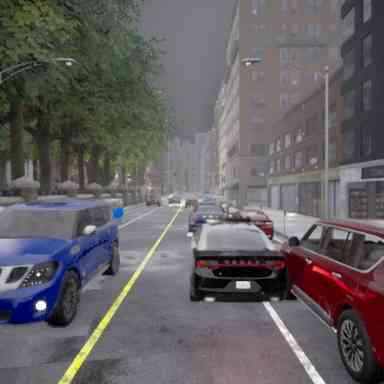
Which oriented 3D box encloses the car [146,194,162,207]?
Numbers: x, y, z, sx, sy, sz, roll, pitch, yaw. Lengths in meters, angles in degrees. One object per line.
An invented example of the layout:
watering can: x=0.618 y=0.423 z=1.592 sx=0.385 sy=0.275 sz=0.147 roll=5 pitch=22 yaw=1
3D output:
car: x=-5.712 y=1.246 z=50.576 sx=2.192 sy=1.841 sz=5.009 roll=0 pitch=0 yaw=0

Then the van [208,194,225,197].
van: x=2.827 y=1.304 z=33.642 sx=1.690 sy=1.788 sz=3.998 roll=0 pitch=0 yaw=0

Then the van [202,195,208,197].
van: x=2.812 y=1.272 z=50.623 sx=1.690 sy=1.788 sz=3.998 roll=0 pitch=0 yaw=0

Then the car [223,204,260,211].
car: x=2.842 y=1.531 z=16.661 sx=1.887 sy=1.381 sz=4.507 roll=0 pitch=0 yaw=0

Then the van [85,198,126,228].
van: x=-5.688 y=1.321 z=22.286 sx=1.690 sy=1.788 sz=3.998 roll=0 pitch=0 yaw=0

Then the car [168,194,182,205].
car: x=-3.078 y=1.477 z=58.445 sx=1.994 sy=1.385 sz=4.181 roll=0 pitch=0 yaw=0

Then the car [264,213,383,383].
car: x=2.850 y=1.312 z=5.340 sx=2.192 sy=1.841 sz=5.009 roll=0 pitch=0 yaw=0

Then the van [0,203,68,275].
van: x=-5.679 y=1.333 z=10.970 sx=1.690 sy=1.788 sz=3.998 roll=0 pitch=0 yaw=0

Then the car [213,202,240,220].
car: x=2.832 y=1.554 z=27.982 sx=1.802 sy=1.307 sz=4.206 roll=0 pitch=0 yaw=0

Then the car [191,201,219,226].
car: x=0.880 y=1.483 z=24.291 sx=1.837 sy=1.490 sz=4.892 roll=0 pitch=0 yaw=0

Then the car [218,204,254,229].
car: x=2.837 y=1.562 z=22.321 sx=1.802 sy=1.307 sz=4.206 roll=0 pitch=0 yaw=0

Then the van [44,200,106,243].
van: x=-5.684 y=1.328 z=16.628 sx=1.690 sy=1.788 sz=3.998 roll=0 pitch=0 yaw=0

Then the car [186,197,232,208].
car: x=0.864 y=1.337 z=18.262 sx=2.097 sy=1.767 sz=4.553 roll=0 pitch=0 yaw=0

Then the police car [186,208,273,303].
police car: x=0.894 y=1.420 z=8.402 sx=1.930 sy=1.638 sz=5.238 roll=0 pitch=0 yaw=0

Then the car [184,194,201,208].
car: x=-0.012 y=1.445 z=46.111 sx=1.837 sy=1.490 sz=4.892 roll=0 pitch=0 yaw=0

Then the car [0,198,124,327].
car: x=-3.104 y=1.217 z=7.356 sx=2.150 sy=2.045 sz=5.566 roll=0 pitch=0 yaw=0
